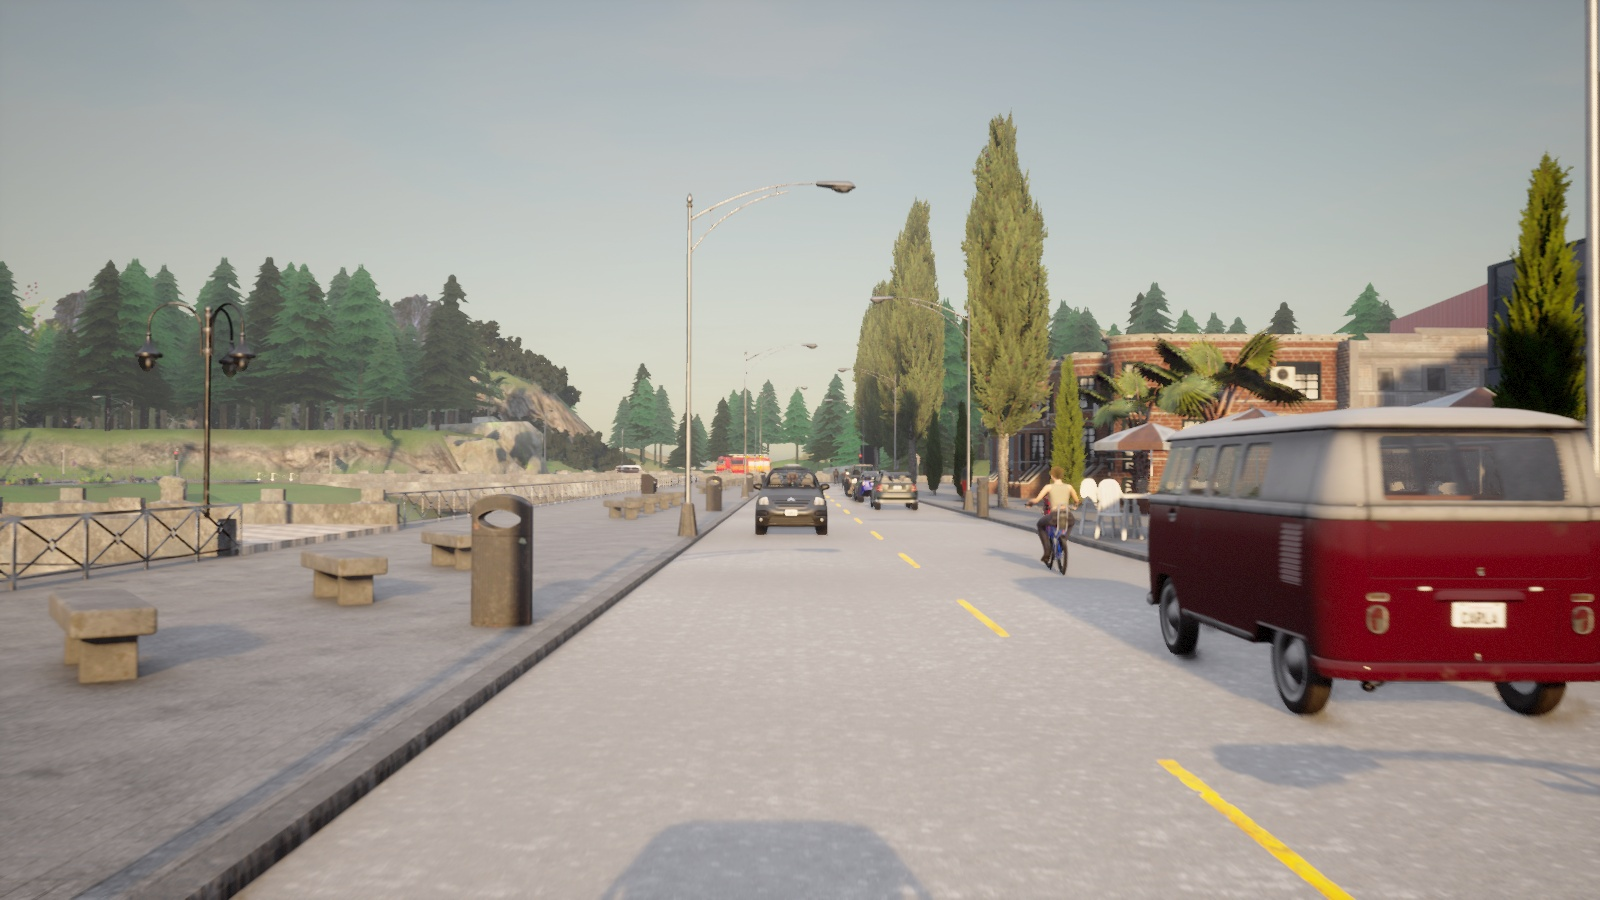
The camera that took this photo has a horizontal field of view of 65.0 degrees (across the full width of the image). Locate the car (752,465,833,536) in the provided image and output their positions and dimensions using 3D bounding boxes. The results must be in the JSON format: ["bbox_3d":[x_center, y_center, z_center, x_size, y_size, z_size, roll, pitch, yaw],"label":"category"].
[{"bbox_3d":[-0.189,1.176,30.695,1.851,1.617,3.988,0,-1,0],"label":"car"}]

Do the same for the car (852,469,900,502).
[{"bbox_3d":[3.635,1.664,60.711,2.007,1.525,4.514,0,-1,0],"label":"car"}]

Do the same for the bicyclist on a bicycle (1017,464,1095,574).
[{"bbox_3d":[3.894,1.024,19.217,0.866,1.612,1.509,0,-1,-1],"label":"bicyclist on a bicycle"}]

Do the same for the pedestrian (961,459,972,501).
[{"bbox_3d":[7.334,1.328,55.362,0.353,1.847,0.614,0,-1,-1],"label":"pedestrian"}]

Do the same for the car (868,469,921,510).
[{"bbox_3d":[3.699,1.530,49.756,1.789,1.549,3.705,0,-1,0],"label":"car"}]

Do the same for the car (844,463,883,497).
[{"bbox_3d":[3.573,1.695,71.326,1.932,1.855,4.605,0,-1,0],"label":"car"}]

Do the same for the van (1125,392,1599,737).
[{"bbox_3d":[3.934,0.693,9.477,1.775,1.987,4.442,0,-1,0],"label":"van"}]
